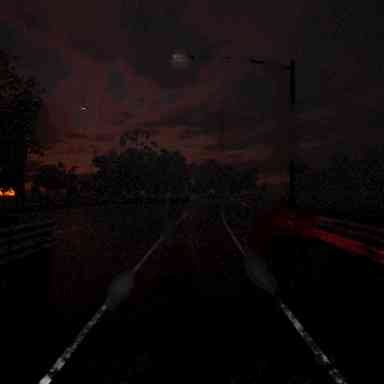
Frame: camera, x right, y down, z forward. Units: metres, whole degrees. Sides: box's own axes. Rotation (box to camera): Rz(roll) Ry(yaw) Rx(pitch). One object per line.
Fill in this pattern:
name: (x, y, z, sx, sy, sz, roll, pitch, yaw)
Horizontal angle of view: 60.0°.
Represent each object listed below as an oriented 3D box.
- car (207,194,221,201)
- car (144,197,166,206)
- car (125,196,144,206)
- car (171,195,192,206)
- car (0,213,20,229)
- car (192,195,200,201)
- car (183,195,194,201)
car: (5.188, 1.285, 81.998, 2.097, 1.767, 4.553, 0, 0, 14)
car: (-5.453, 1.425, 52.190, 1.994, 1.385, 4.181, 0, 0, 12)
car: (-9.002, 1.368, 52.338, 1.837, 1.490, 4.892, 0, 0, 12)
car: (-1.903, 1.368, 52.059, 1.837, 1.490, 4.892, 0, 0, 12)
car: (-9.215, 1.284, 13.670, 1.837, 1.490, 4.892, 0, 0, 9)
car: (0.674, 1.446, 78.471, 1.812, 1.442, 4.674, 0, 0, 14)
car: (-0.878, 1.442, 86.473, 1.837, 1.490, 4.892, 0, 0, 15)
